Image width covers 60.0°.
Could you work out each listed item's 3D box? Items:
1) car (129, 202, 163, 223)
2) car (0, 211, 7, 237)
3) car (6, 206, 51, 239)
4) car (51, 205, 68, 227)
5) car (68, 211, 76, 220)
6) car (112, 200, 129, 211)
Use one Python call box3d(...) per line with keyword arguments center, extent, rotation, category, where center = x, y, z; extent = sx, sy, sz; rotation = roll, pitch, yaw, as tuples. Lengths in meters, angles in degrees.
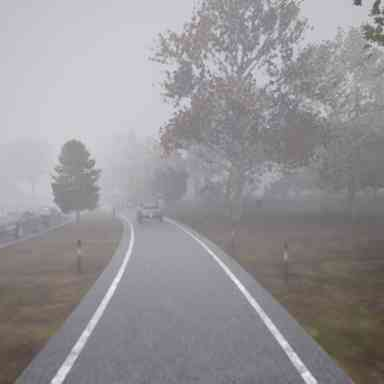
box3d(center=(-3.441, 1.488, 25.882), extent=(2.128, 1.511, 4.902), rotation=(-1, 0, -14), category="car")
box3d(center=(-9.472, 1.736, 12.746), extent=(2.097, 1.535, 5.008), rotation=(0, 0, -5), category="car")
box3d(center=(-10.145, 1.761, 19.037), extent=(2.231, 1.521, 4.892), rotation=(0, -1, -7), category="car")
box3d(center=(-11.008, 1.798, 24.681), extent=(2.097, 1.535, 5.008), rotation=(0, -1, -9), category="car")
box3d(center=(-12.148, 1.856, 30.810), extent=(2.002, 1.452, 4.674), rotation=(0, 0, -11), category="car")
box3d(center=(-8.924, 1.635, 42.116), extent=(1.895, 1.301, 4.718), rotation=(-1, 0, -23), category="car")
